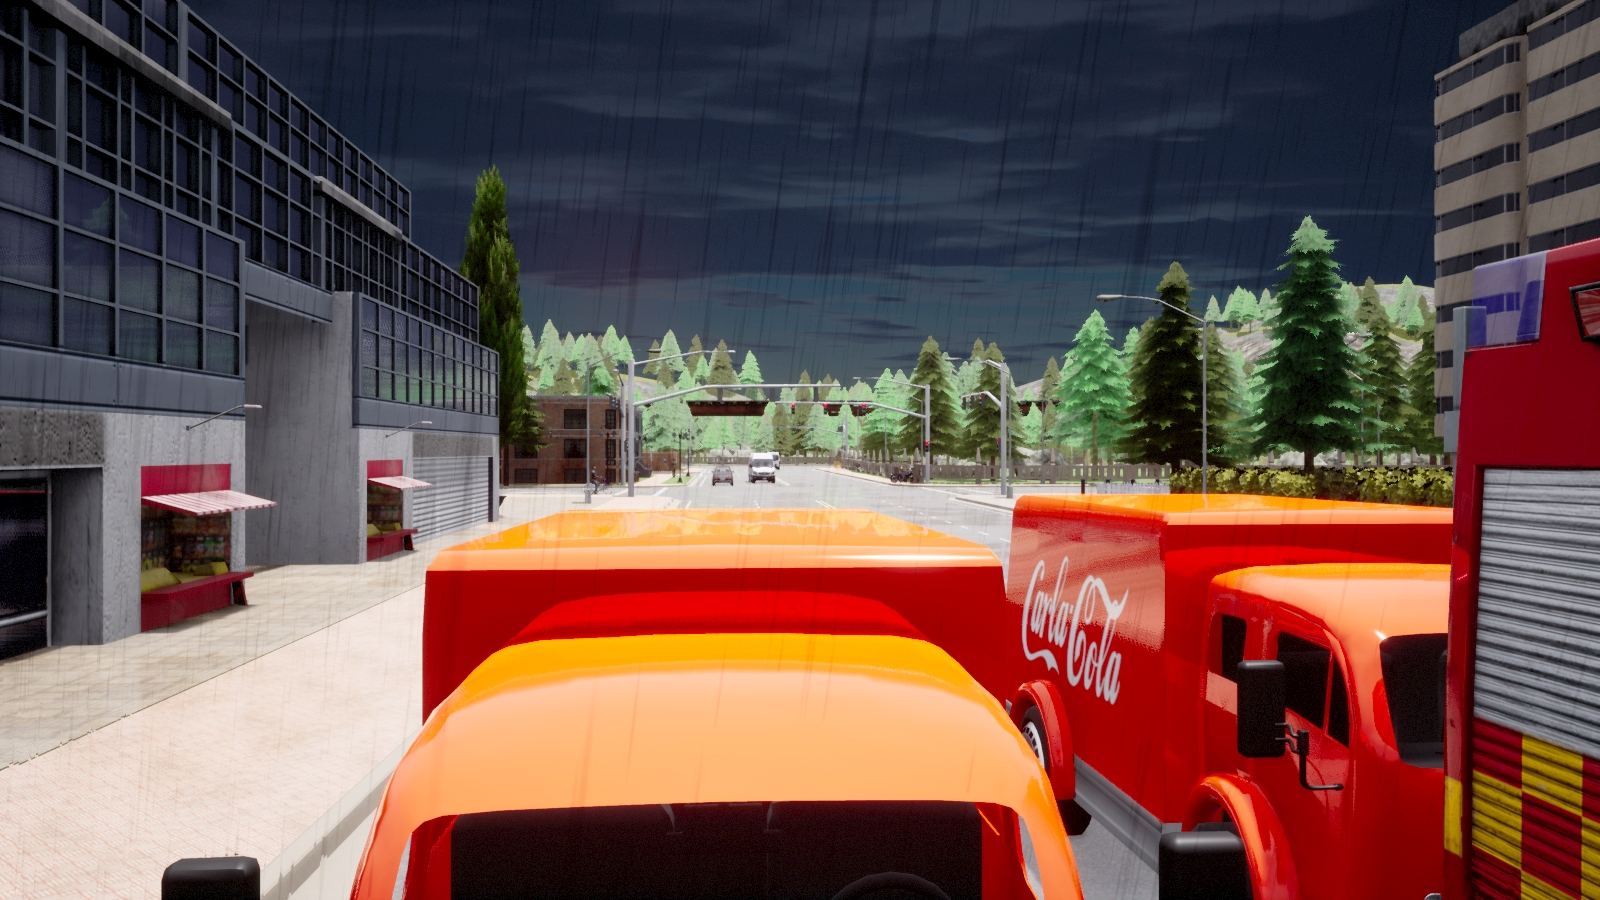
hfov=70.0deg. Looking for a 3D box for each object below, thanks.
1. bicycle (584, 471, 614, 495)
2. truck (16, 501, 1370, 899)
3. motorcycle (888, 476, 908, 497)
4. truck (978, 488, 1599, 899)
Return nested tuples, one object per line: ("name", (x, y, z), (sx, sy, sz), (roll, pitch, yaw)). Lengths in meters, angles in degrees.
("bicycle", (-12.531, 2.060, 71.198), (1.835, 1.471, 0.329), (0, 0, -11))
("truck", (-0.347, 1.568, 4.821), (2.627, 2.467, 5.204), (0, 0, -4))
("motorcycle", (5.944, 2.205, 69.519), (0.867, 1.251, 2.209), (0, 0, -4))
("truck", (3.003, 1.568, 7.234), (2.627, 2.467, 5.204), (0, 0, -4))
